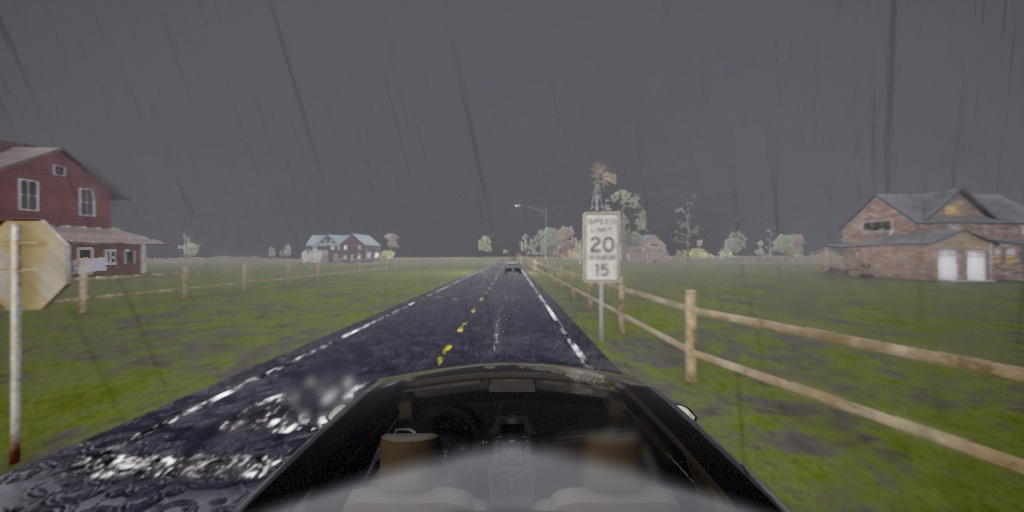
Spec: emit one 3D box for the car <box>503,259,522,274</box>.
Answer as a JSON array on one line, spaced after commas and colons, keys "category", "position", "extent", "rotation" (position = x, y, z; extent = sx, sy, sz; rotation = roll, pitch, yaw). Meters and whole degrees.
[{"category": "car", "position": [0.082, 1.166, 39.399], "extent": [1.837, 1.490, 4.892], "rotation": [0, 0, 0]}]
